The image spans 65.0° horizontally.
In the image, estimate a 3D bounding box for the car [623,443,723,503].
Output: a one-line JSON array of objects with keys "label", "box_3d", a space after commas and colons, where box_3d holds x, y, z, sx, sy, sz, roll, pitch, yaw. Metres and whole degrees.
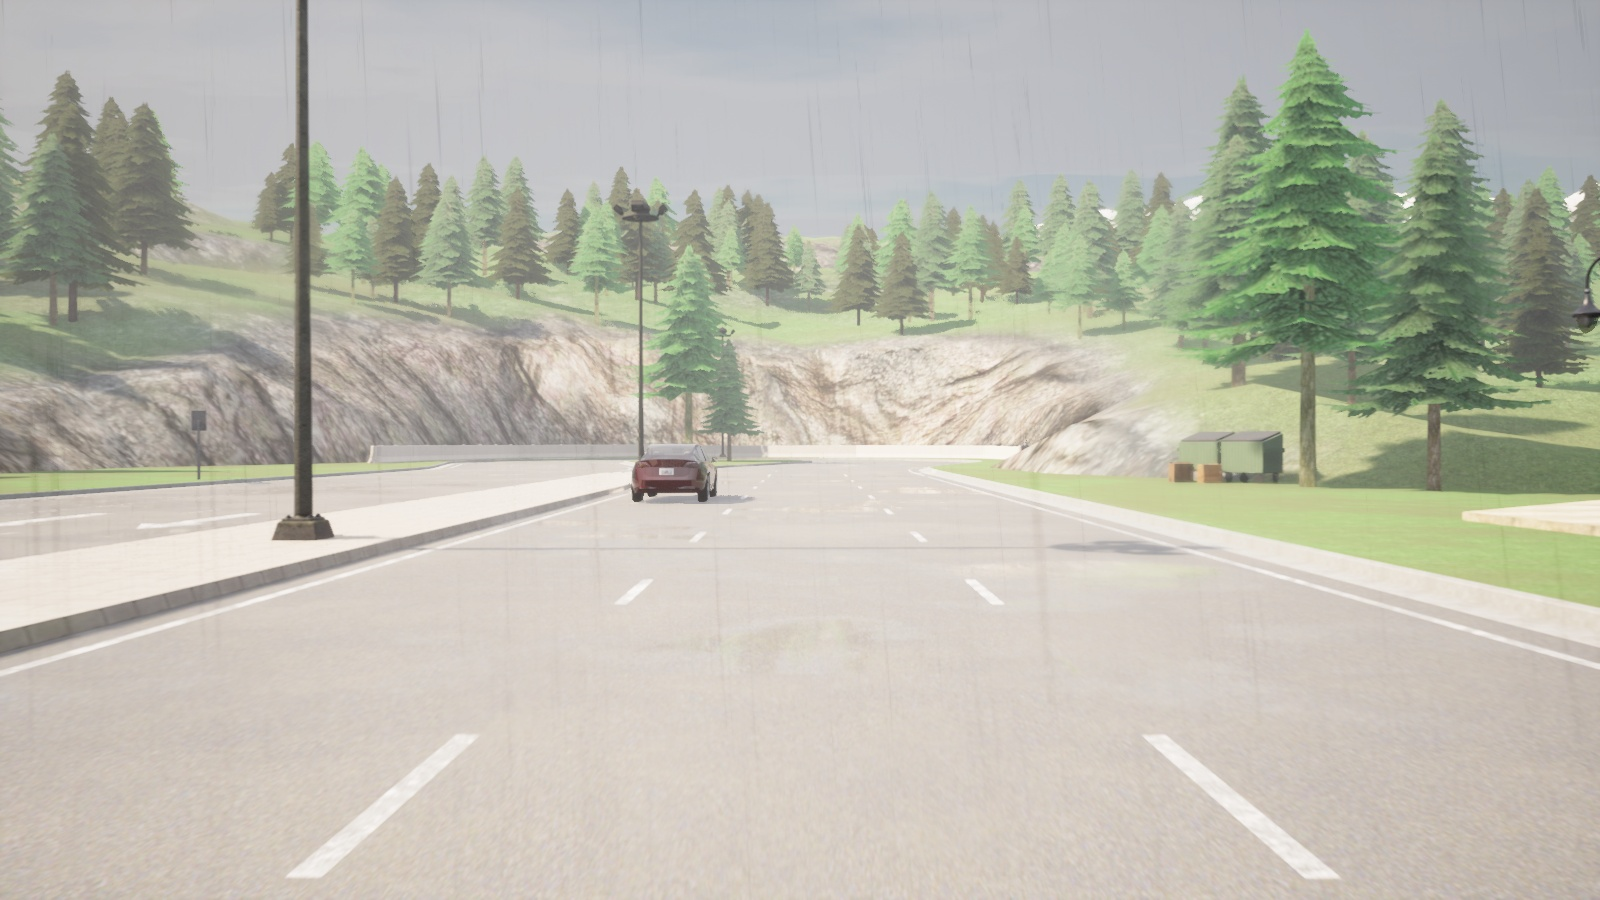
[{"label": "car", "box_3d": [-3.295, 0.555, 33.450, 2.163, 1.488, 4.792, 0, 0, 0]}]
